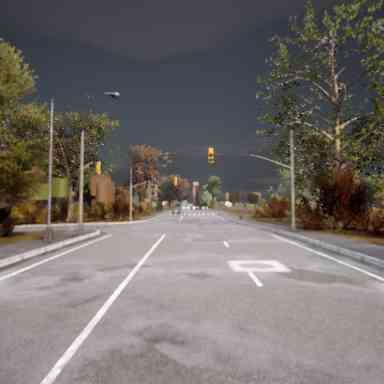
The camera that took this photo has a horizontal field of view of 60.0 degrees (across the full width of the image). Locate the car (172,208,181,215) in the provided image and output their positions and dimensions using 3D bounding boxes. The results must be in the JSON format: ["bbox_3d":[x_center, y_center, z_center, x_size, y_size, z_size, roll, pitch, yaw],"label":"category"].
[{"bbox_3d":[-3.491,4.298,74.301,2.128,1.511,4.902,0,-1,0],"label":"car"}]
